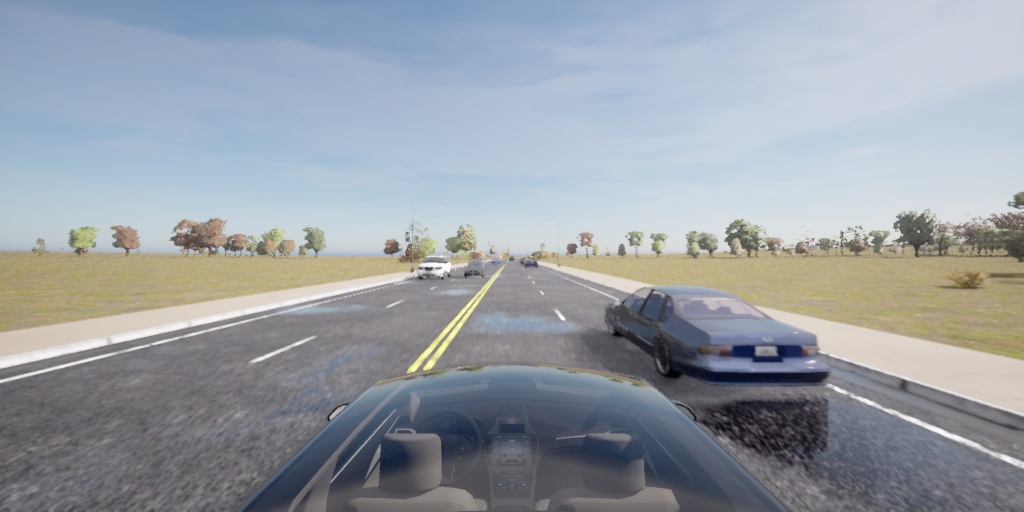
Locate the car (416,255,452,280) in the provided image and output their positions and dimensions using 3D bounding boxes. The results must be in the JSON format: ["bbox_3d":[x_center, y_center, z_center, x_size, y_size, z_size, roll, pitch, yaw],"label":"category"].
[{"bbox_3d":[-6.599,0.969,31.118,2.150,2.045,5.566,0,0,0],"label":"car"}]

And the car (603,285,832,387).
[{"bbox_3d":[3.349,1.298,7.240,2.033,1.411,5.357,0,0,0],"label":"car"}]

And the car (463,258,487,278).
[{"bbox_3d":[-3.344,1.251,33.301,1.837,1.490,4.892,0,0,0],"label":"car"}]

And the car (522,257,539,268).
[{"bbox_3d":[3.232,1.089,59.587,2.097,1.767,4.553,0,0,0],"label":"car"}]
